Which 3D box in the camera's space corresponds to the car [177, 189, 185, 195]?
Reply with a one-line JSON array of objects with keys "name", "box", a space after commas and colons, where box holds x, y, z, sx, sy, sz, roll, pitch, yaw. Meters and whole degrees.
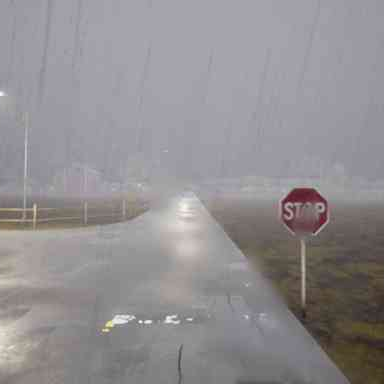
[{"name": "car", "box": [-3.193, 0.228, 94.931, 2.150, 2.045, 5.566, 0, 1, 0]}]

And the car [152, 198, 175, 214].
[{"name": "car", "box": [-2.881, 1.432, 34.262, 1.837, 1.490, 4.892, 0, 2, 0]}]
